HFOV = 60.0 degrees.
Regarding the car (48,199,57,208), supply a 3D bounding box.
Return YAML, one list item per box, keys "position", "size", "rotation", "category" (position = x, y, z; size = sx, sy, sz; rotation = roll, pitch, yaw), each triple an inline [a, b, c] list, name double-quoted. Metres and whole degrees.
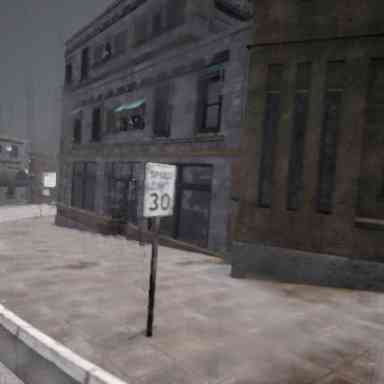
- position: [-23.428, 2.005, 58.369]
  size: [2.128, 1.511, 4.902]
  rotation: [4, -1, 2]
  category: "car"
